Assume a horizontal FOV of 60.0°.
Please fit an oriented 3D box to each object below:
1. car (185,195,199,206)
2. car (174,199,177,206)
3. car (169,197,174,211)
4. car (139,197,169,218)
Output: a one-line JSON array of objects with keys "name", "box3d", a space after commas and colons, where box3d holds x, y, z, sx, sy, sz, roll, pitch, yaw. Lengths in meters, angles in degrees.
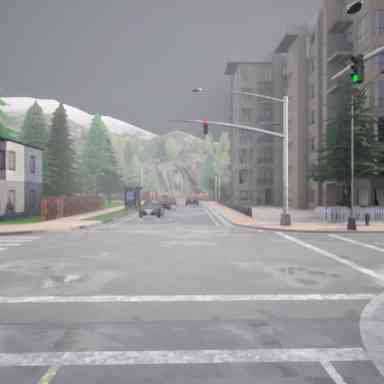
[{"name": "car", "box3d": [-0.008, 1.333, 54.510, 2.097, 1.767, 4.553, 0, 0, 0]}, {"name": "car", "box3d": [-3.553, 1.545, 54.468, 1.994, 1.385, 4.181, 0, 0, 1]}, {"name": "car", "box3d": [-3.592, 1.586, 41.189, 1.895, 1.301, 4.718, 0, 0, 0]}, {"name": "car", "box3d": [-3.597, 1.481, 30.109, 2.128, 1.511, 4.902, 0, 0, 0]}]
